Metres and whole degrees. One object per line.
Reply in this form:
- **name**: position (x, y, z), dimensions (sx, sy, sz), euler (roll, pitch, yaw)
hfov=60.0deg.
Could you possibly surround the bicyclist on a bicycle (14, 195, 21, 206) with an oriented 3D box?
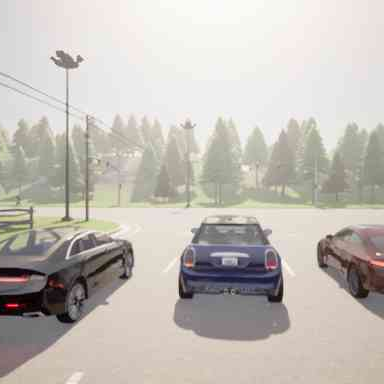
- **bicyclist on a bicycle**: position (-26.830, 1.287, 51.220), dimensions (0.582, 1.620, 1.656), euler (0, 0, 7)

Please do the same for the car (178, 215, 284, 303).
- **car**: position (0.990, 1.349, 8.495), dimensions (2.097, 1.767, 4.553), euler (0, 0, 7)

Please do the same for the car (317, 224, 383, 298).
- **car**: position (4.487, 1.523, 8.245), dimensions (1.812, 1.442, 4.674), euler (0, 0, 7)

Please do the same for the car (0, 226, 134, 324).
- **car**: position (-2.699, 1.489, 7.228), dimensions (2.128, 1.511, 4.902), euler (0, 0, 7)
